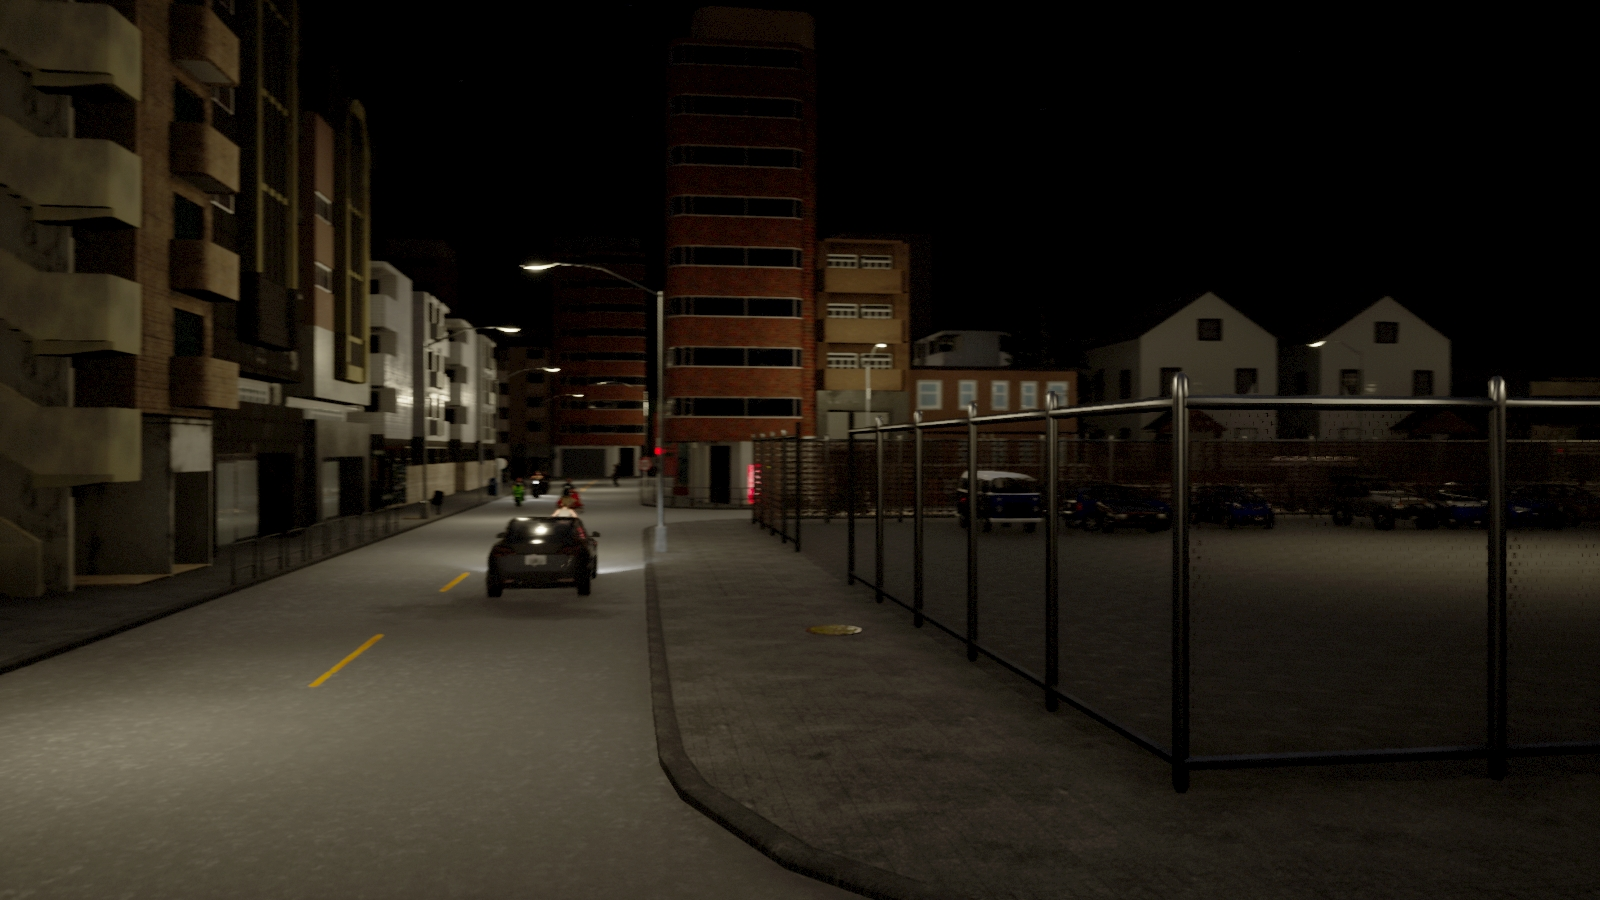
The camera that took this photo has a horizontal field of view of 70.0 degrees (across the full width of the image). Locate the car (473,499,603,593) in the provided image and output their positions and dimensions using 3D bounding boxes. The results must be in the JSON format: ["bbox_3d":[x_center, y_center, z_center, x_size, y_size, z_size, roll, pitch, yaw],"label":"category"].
[{"bbox_3d":[-5.212,1.855,23.339,2.163,1.488,4.792,0,0,-8],"label":"car"}]

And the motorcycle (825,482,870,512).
[{"bbox_3d":[2.023,1.989,48.690,1.805,1.236,0.856,0,0,-7],"label":"motorcycle"}]
